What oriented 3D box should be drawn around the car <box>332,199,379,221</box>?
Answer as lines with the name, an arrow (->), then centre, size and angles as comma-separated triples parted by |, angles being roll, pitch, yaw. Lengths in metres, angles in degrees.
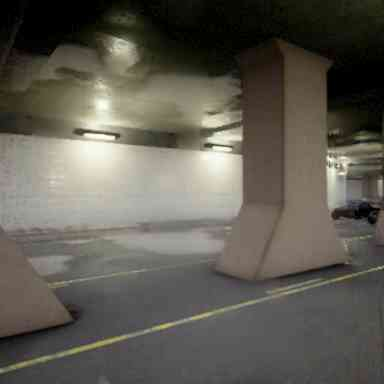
car -> 13.593, 1.548, 27.640 | 5.357, 1.411, 2.033 | 0, 0, -43

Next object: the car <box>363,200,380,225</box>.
car -> 14.102, 1.527, 23.438 | 4.674, 1.442, 1.812 | 0, 0, -42

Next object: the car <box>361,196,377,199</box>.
car -> 34.116, 1.448, 63.782 | 1.812, 1.442, 4.674 | 0, 0, 3
